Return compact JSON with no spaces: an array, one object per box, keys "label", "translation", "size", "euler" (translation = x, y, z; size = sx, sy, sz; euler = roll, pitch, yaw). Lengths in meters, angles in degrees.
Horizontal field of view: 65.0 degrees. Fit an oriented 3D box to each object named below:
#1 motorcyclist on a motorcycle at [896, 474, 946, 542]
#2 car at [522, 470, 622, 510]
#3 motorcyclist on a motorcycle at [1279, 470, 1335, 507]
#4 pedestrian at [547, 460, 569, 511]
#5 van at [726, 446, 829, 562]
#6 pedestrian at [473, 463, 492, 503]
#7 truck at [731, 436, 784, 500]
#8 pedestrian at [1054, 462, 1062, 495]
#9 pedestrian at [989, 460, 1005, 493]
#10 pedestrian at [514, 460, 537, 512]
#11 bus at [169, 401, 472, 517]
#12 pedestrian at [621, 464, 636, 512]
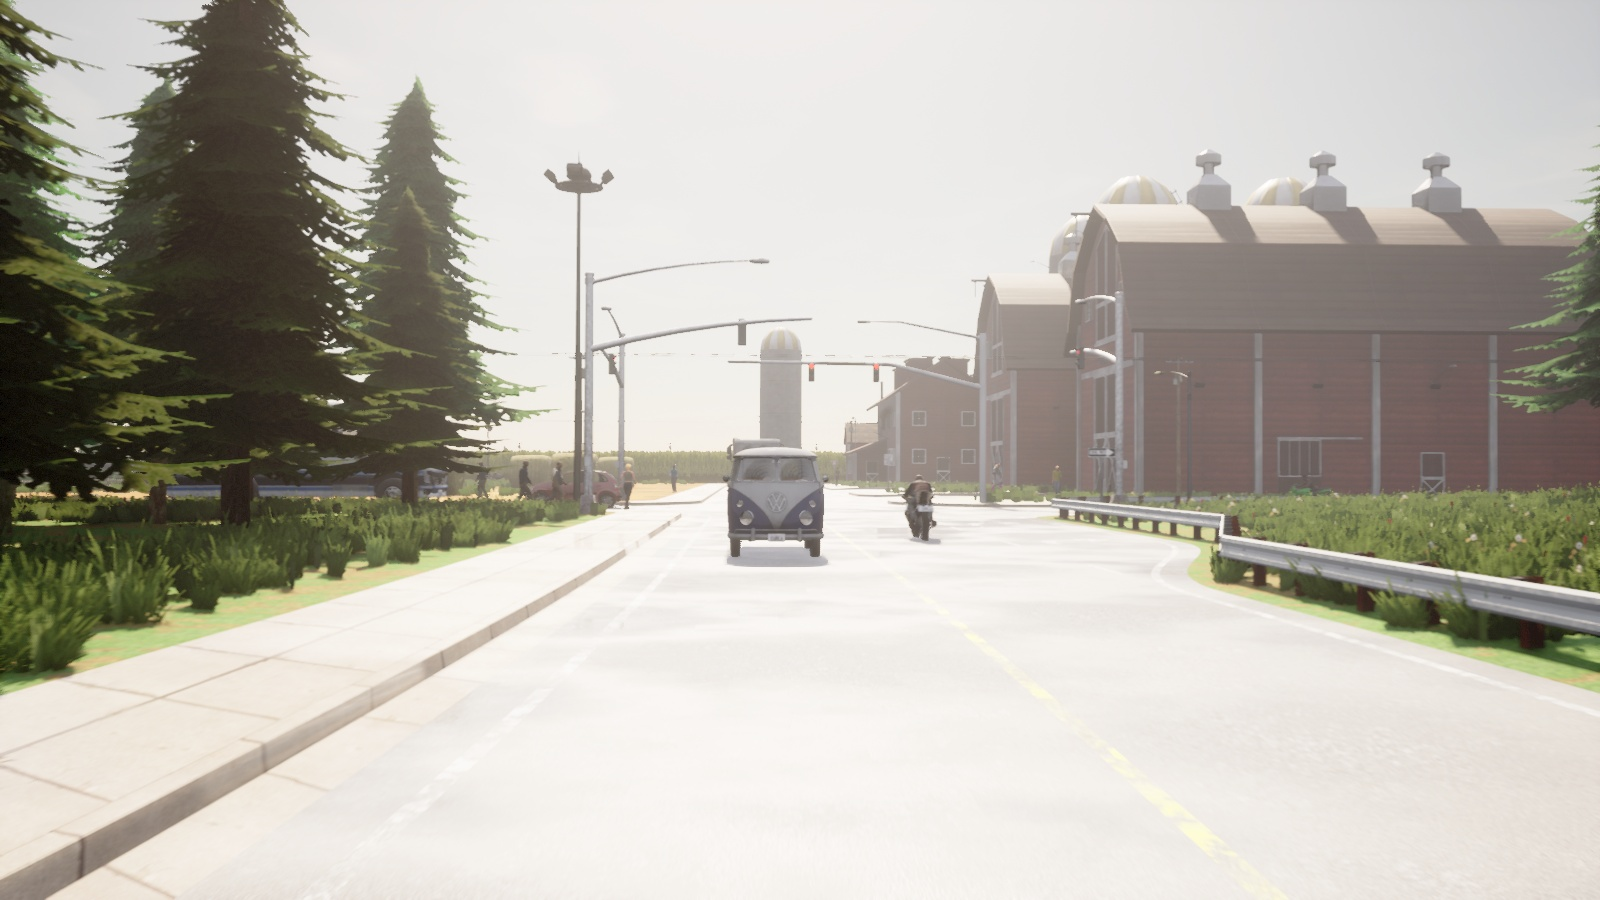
[{"label":"motorcyclist on a motorcycle","translation":[2.800,1.330,29.371],"size":[0.866,1.530,2.191],"euler":[0,-1,-2]},{"label":"car","translation":[-9.500,1.657,52.538],"size":[3.988,1.617,1.851],"euler":[0,-1,-6]},{"label":"motorcyclist on a motorcycle","translation":[21.471,1.628,53.231],"size":[2.044,1.523,0.797],"euler":[0,-1,-1]},{"label":"pedestrian","translation":[-8.814,1.297,45.733],"size":[0.694,1.848,0.540],"euler":[0,-1,1]},{"label":"van","translation":[-0.483,0.970,23.934],"size":[1.775,1.987,4.442],"euler":[0,-1,-2]},{"label":"pedestrian","translation":[-14.618,1.504,57.812],"size":[0.726,1.842,0.402],"euler":[0,-1,13]},{"label":"truck","translation":[-2.497,1.064,73.125],"size":[2.891,3.462,7.936],"euler":[0,-1,-2]},{"label":"pedestrian","translation":[14.045,1.549,68.418],"size":[0.354,1.836,0.706],"euler":[0,-1,8]},{"label":"pedestrian","translation":[11.697,1.559,74.627],"size":[0.873,1.952,0.659],"euler":[0,-1,12]},{"label":"pedestrian","translation":[-9.827,1.288,44.908],"size":[0.726,1.842,0.402],"euler":[0,-1,1]},{"label":"bus","translation":[-18.406,0.356,48.843],"size":[10.273,4.253,3.944],"euler":[0,-1,-1]},{"label":"pedestrian","translation":[-6.676,1.474,48.891],"size":[0.345,1.836,0.594],"euler":[-1,-1,17]}]
